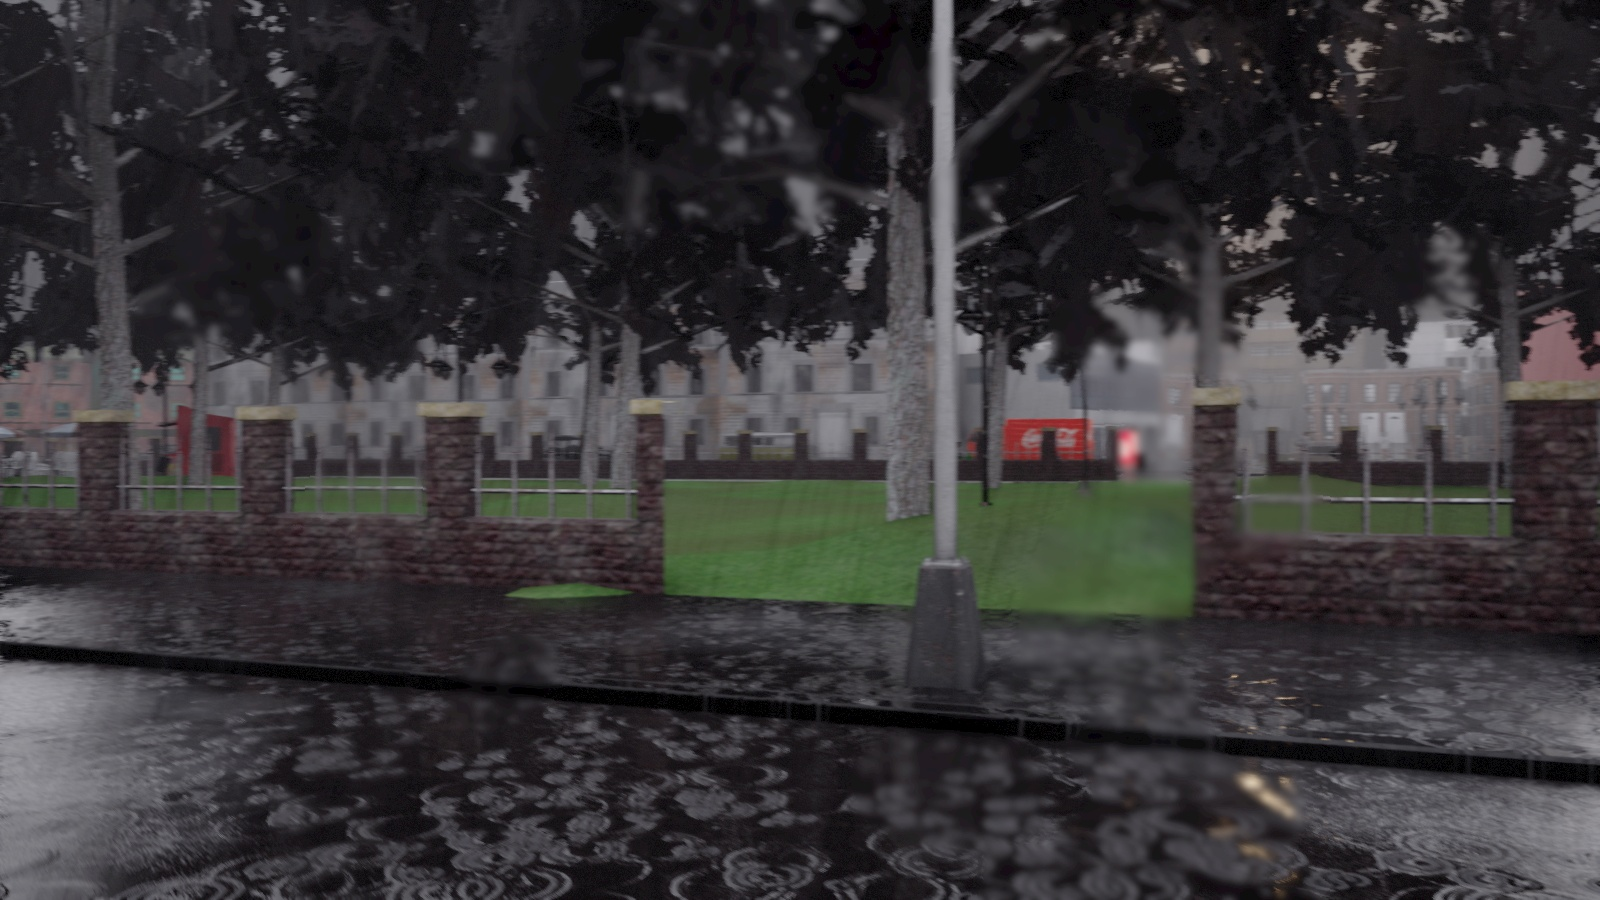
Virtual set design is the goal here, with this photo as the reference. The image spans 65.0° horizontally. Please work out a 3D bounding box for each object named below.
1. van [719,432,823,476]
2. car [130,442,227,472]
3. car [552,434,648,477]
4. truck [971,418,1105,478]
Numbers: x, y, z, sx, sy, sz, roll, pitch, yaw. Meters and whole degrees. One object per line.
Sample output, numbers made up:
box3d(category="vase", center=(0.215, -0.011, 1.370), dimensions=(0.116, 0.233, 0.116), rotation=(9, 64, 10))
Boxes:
box3d(category="van", center=(-1.340, 0.166, 58.083), dimensions=(4.442, 1.987, 1.775), rotation=(0, 0, 22))
box3d(category="car", center=(-35.270, 0.395, 71.280), dimensions=(4.856, 1.649, 2.033), rotation=(0, 0, 17))
box3d(category="car", center=(-9.047, 0.245, 56.829), dimensions=(3.866, 1.878, 1.905), rotation=(0, 0, 22))
box3d(category="truck", center=(10.145, -0.091, 53.537), dimensions=(5.204, 2.467, 2.627), rotation=(0, 0, 22))
